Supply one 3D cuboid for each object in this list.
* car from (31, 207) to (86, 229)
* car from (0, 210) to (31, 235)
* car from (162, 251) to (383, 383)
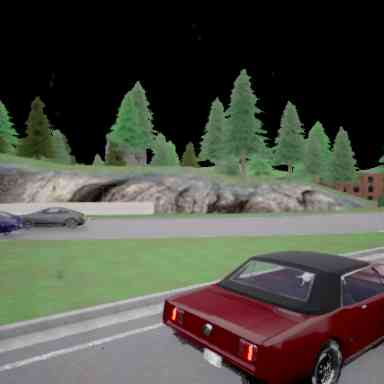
[{"bbox_3d":[-8.924,1.629,21.178,4.181,1.385,1.994,0,0,-7],"label":"car"},{"bbox_3d":[-11.293,1.592,17.246,4.674,1.442,1.812,0,0,-9],"label":"car"},{"bbox_3d":[1.995,1.605,5.145,4.718,1.301,1.895,0,0,-38],"label":"car"}]
